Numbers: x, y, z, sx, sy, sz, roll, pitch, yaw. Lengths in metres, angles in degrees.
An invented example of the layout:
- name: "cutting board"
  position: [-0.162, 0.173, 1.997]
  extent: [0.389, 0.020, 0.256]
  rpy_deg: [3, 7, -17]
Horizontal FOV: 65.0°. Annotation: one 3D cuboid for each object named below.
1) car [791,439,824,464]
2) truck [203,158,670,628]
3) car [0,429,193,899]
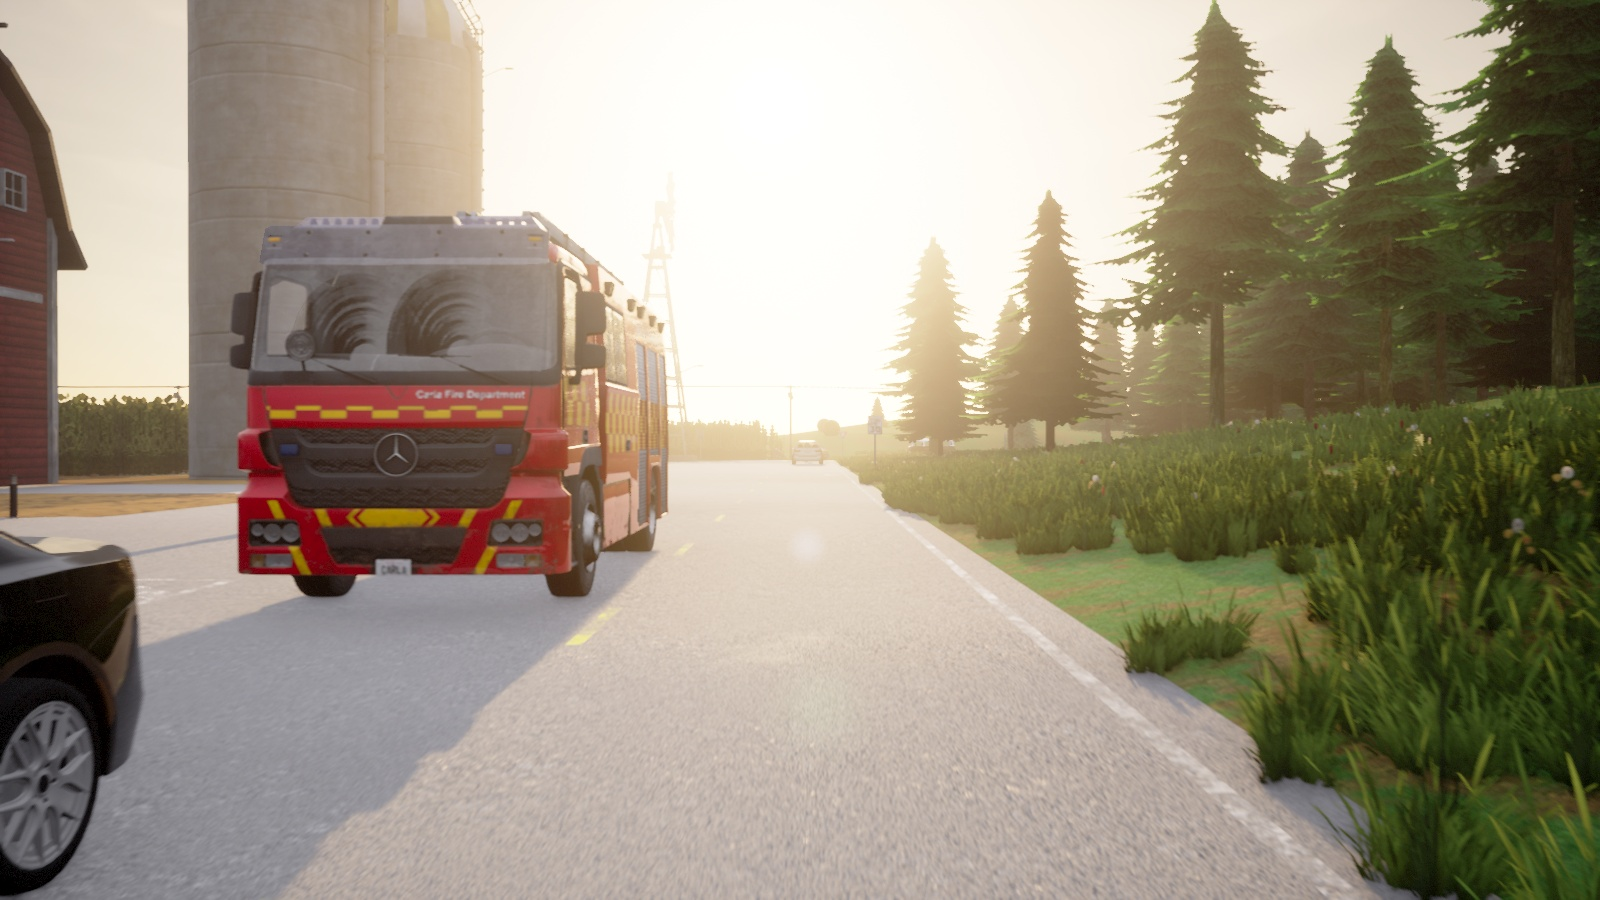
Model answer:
- name: "car"
  position: [0.524, 0.097, 87.621]
  extent: [2.242, 1.667, 4.611]
  rpy_deg: [0, 0, 0]
- name: "truck"
  position: [-3.400, -0.505, 14.478]
  extent: [2.891, 3.827, 8.468]
  rpy_deg: [0, 1, 0]
- name: "car"
  position: [-3.469, 0.706, 2.704]
  extent: [1.882, 1.535, 5.008]
  rpy_deg: [0, 0, 0]
